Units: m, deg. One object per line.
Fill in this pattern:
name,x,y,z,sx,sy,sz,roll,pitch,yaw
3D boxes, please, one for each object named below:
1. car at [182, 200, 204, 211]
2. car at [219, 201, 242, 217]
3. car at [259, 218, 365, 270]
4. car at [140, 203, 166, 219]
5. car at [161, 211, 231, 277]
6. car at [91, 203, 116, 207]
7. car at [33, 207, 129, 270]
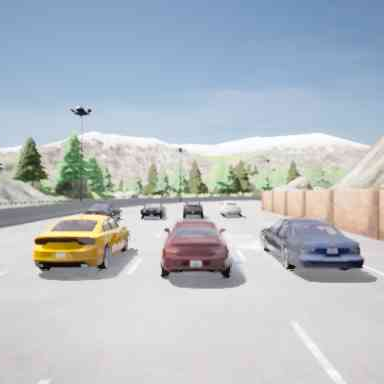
car,0.120,1.535,31.202,2.128,1.511,4.902,0,0,0
car,3.622,1.570,31.909,1.812,1.442,4.674,0,0,0
car,3.605,1.563,11.051,2.033,1.411,5.357,0,0,0
car,-3.385,1.643,29.927,1.895,1.301,4.718,0,0,0
car,0.091,1.540,10.177,1.812,1.442,4.674,0,0,0
car,-6.891,1.584,26.078,2.033,1.411,5.357,0,0,0
car,-3.396,1.493,11.089,1.882,1.535,5.008,0,0,0
